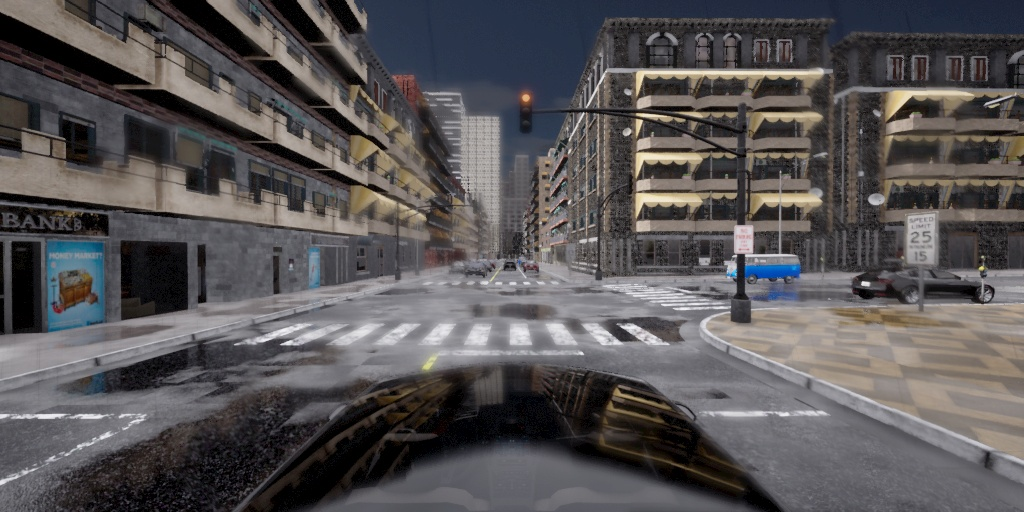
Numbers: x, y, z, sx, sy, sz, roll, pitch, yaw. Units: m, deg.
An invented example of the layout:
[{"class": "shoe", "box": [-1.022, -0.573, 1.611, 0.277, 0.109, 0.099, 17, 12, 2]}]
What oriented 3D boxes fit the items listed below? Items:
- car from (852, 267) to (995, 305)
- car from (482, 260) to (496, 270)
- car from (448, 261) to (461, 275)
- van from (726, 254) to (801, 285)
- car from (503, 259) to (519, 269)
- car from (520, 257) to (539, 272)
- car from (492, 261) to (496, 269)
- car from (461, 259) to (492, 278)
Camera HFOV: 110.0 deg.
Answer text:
[{"class": "car", "box": [15.686, 1.077, 13.836, 4.313, 1.339, 1.948, 0, 0, -1]}, {"class": "car", "box": [-3.490, 1.365, 55.653, 1.895, 1.301, 4.718, 0, 0, 0]}, {"class": "car", "box": [-5.975, 1.305, 39.937, 2.007, 1.370, 4.403, 0, 0, 0]}, {"class": "van", "box": [15.505, 0.783, 22.214, 3.998, 1.789, 1.690, 0, 0, -1]}, {"class": "car", "box": [-0.297, 1.269, 55.311, 1.837, 1.490, 4.892, 0, 0, 0]}, {"class": "car", "box": [2.364, 1.198, 45.522, 1.967, 1.591, 4.097, 0, 0, 0]}, {"class": "car", "box": [-3.419, 1.305, 44.819, 2.033, 1.411, 5.357, 0, 0, 0]}, {"class": "car", "box": [-3.340, 1.300, 34.536, 2.033, 1.411, 5.357, 0, 0, 0]}]
